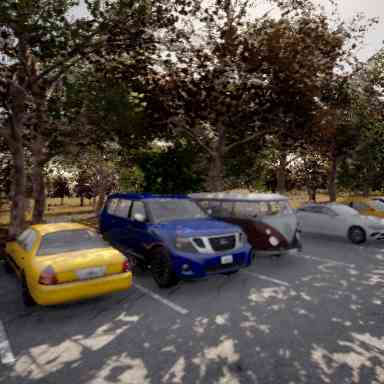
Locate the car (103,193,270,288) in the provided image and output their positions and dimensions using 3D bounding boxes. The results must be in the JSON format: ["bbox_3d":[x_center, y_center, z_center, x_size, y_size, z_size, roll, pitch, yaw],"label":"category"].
[{"bbox_3d":[-0.840,1.067,9.375,2.435,2.045,5.566,-1,1,-35],"label":"car"}]

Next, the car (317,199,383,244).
[{"bbox_3d":[5.981,1.179,14.207,2.002,1.452,4.674,-1,1,-35],"label":"car"}]

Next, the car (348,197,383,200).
[{"bbox_3d":[8.258,1.078,15.809,2.097,1.535,5.008,-2,1,-35],"label":"car"}]

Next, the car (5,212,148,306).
[{"bbox_3d":[-3.239,1.372,7.955,1.946,1.575,5.366,-2,1,-35],"label":"car"}]

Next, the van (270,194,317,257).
[{"bbox_3d":[1.490,1.033,10.904,1.878,1.987,4.442,-2,1,-35],"label":"van"}]
